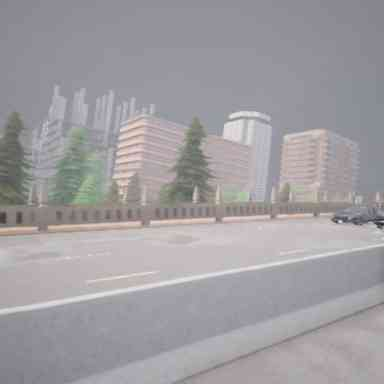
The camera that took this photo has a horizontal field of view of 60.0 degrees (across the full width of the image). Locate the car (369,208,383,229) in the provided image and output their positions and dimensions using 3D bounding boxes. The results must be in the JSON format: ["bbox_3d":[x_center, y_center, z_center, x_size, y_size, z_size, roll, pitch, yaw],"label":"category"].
[{"bbox_3d":[14.585,1.892,22.995,4.718,1.301,1.895,1,0,-35],"label":"car"}]

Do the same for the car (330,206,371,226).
[{"bbox_3d":[13.212,1.848,26.314,5.357,1.411,2.033,1,0,-35],"label":"car"}]
